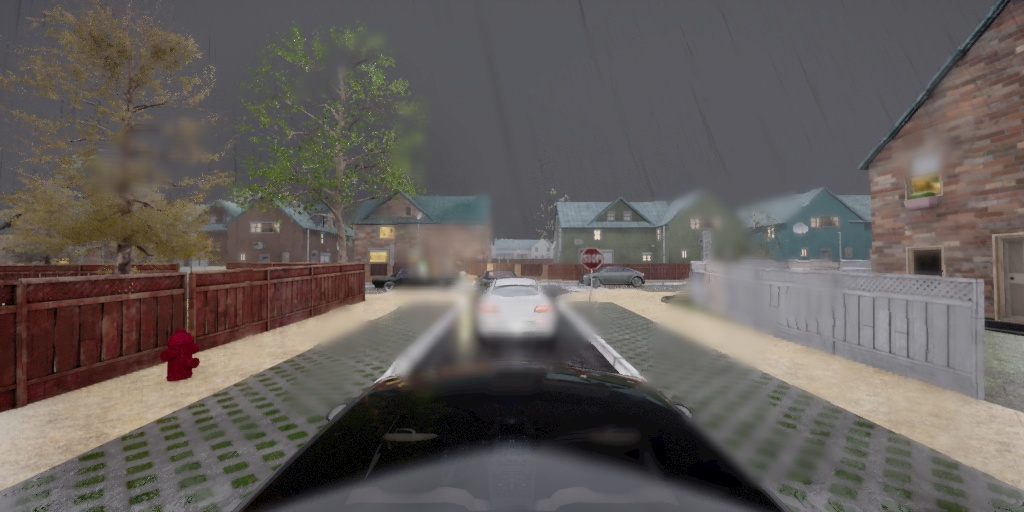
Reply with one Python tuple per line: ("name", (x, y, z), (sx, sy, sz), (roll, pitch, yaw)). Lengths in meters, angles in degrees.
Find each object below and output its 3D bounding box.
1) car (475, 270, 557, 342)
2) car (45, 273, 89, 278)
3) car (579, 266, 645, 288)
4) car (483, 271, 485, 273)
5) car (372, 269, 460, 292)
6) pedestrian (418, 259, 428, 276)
("car", (0.103, 1.280, 9.700), (1.812, 1.442, 4.674), (0, 0, 0))
("car", (-25.607, 1.632, 21.173), (4.718, 1.301, 1.895), (-1, -1, 1))
("car", (6.539, 1.344, 23.694), (4.181, 1.385, 1.994), (0, -1, 1))
("car", (-0.756, 1.366, 18.519), (1.895, 1.301, 4.718), (0, -1, -12))
("car", (-5.482, 1.416, 20.904), (4.718, 1.301, 1.895), (-1, -1, 1))
("pedestrian", (-6.700, 1.119, 26.789), (0.375, 1.860, 0.375), (0, -1, 1))
